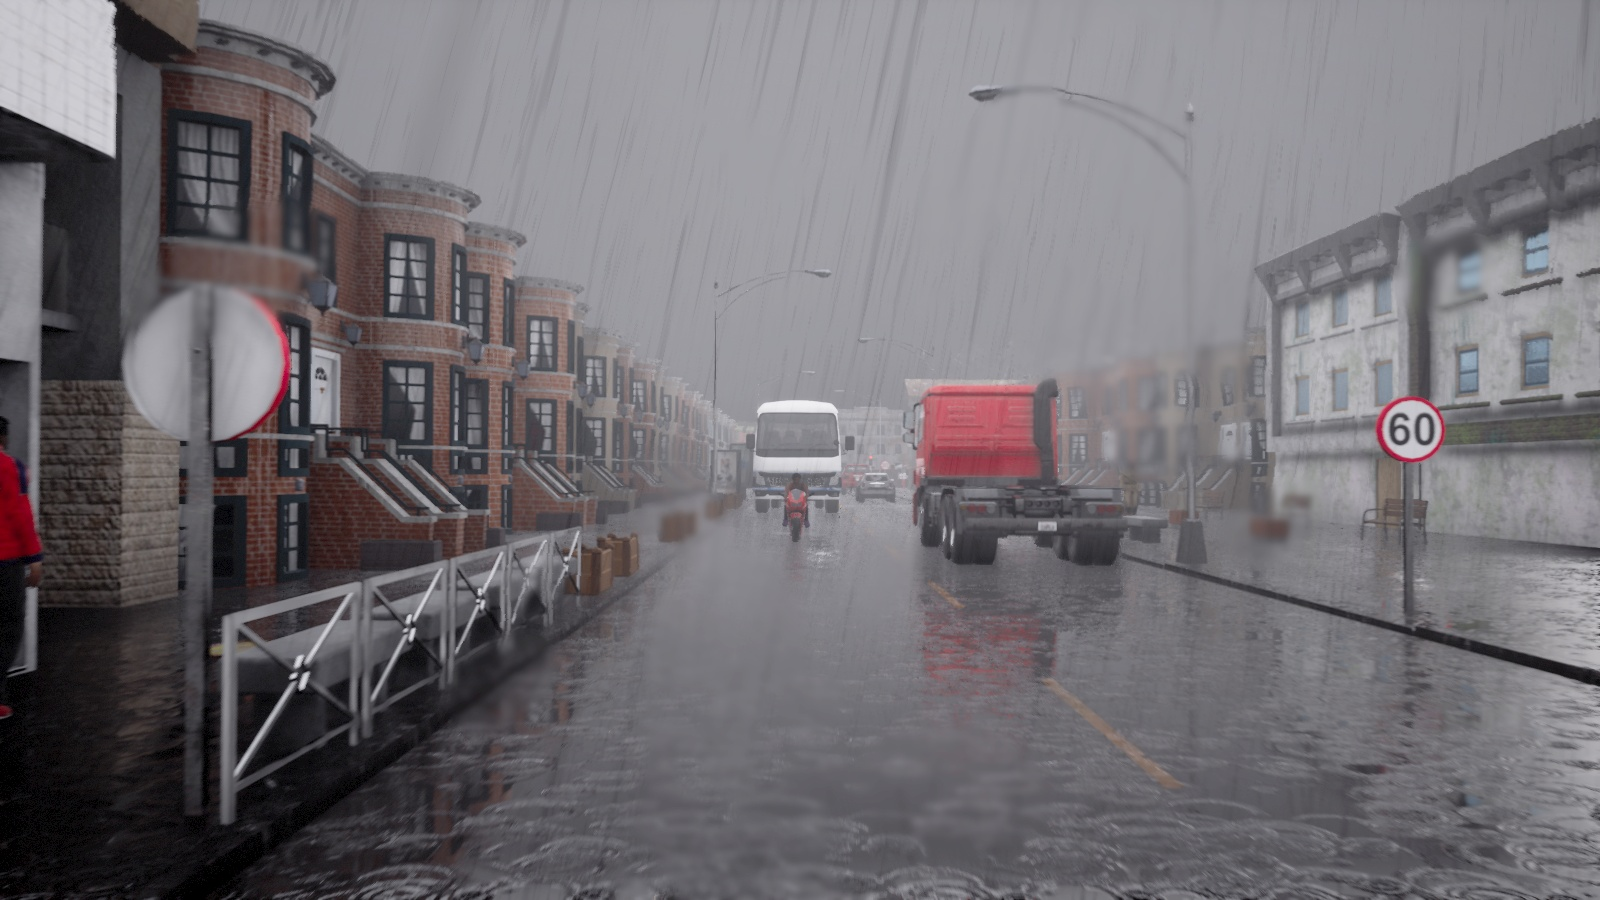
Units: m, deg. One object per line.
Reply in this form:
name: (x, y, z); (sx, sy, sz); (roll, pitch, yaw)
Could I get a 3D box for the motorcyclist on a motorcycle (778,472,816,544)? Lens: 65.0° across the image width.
motorcyclist on a motorcycle: (-0.071, 1.262, 27.782); (0.797, 1.523, 2.044); (0, -1, 0)

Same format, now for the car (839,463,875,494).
car: (3.875, 1.962, 86.197); (2.150, 2.045, 5.566); (0, -1, 0)

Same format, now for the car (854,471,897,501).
car: (3.894, 1.855, 65.118); (1.970, 1.475, 3.806); (0, -1, 0)

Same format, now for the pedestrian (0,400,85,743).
pedestrian: (-4.620, 0.661, 7.083); (0.634, 1.844, 0.899); (0, -1, 1)

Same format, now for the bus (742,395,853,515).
bus: (-0.099, 0.272, 49.804); (3.944, 4.253, 10.273); (0, -1, 0)

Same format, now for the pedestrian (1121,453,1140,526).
pedestrian: (8.852, 1.052, 33.638); (0.396, 1.930, 0.692); (0, -1, 7)

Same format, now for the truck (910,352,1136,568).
truck: (3.934, 0.221, 24.148); (2.891, 3.462, 7.936); (0, -1, 0)
